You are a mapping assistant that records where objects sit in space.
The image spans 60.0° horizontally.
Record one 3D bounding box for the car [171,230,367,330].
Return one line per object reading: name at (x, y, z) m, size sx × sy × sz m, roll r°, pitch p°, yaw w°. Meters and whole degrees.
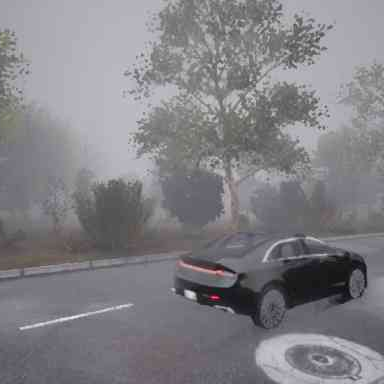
car at (1.881, 1.573, 7.056) m, size 4.902 × 1.511 × 2.128 m, roll 2°, pitch -2°, yaw -38°
